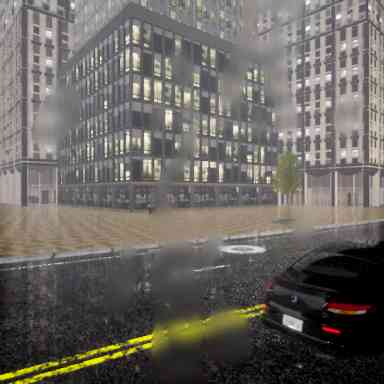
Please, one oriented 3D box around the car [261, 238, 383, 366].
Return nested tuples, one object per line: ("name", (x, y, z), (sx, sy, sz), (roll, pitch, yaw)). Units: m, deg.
("car", (3.184, 1.528, 5.641), (4.674, 1.442, 1.812), (0, 0, -35))
